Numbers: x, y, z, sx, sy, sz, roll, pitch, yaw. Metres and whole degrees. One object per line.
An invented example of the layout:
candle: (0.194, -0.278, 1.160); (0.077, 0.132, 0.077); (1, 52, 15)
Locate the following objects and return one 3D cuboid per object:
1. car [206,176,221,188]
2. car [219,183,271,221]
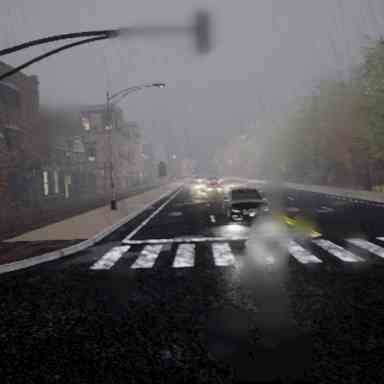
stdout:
car: (3.206, -1.555, 50.458); (2.097, 1.767, 4.553); (-2, 3, 1)
car: (2.599, 0.534, 16.640); (1.837, 1.490, 4.892); (-2, 5, 1)
